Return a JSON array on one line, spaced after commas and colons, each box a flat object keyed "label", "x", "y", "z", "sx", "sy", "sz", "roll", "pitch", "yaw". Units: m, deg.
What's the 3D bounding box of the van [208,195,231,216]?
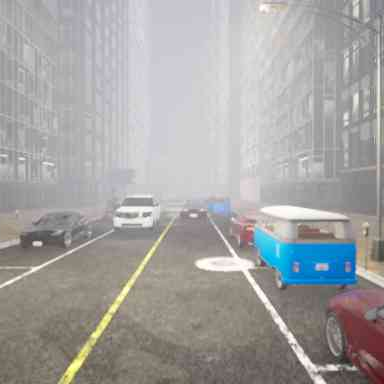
[{"label": "van", "x": 2.697, "y": 1.252, "z": 31.521, "sx": 1.690, "sy": 1.788, "sz": 3.998, "roll": 0, "pitch": 0, "yaw": 0}]

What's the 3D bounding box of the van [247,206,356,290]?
[{"label": "van", "x": 2.690, "y": 1.319, "z": 8.729, "sx": 1.690, "sy": 1.788, "sz": 3.998, "roll": 0, "pitch": 0, "yaw": 0}]

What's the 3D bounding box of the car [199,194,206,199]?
[{"label": "car", "x": 2.713, "y": 1.285, "z": 88.504, "sx": 1.802, "sy": 1.307, "sz": 4.206, "roll": 0, "pitch": 0, "yaw": 0}]

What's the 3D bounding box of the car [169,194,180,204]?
[{"label": "car", "x": -3.032, "y": 1.373, "z": 60.364, "sx": 1.994, "sy": 1.385, "sz": 4.181, "roll": 0, "pitch": 0, "yaw": 1}]

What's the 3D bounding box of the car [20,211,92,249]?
[{"label": "car", "x": -5.688, "y": 1.527, "z": 14.431, "sx": 1.947, "sy": 1.339, "sz": 4.313, "roll": 0, "pitch": 0, "yaw": 0}]

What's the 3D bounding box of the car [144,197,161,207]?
[{"label": "car", "x": -5.679, "y": 1.404, "z": 48.621, "sx": 2.008, "sy": 1.369, "sz": 4.403, "roll": 0, "pitch": 0, "yaw": 0}]

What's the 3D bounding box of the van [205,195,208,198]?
[{"label": "van", "x": 2.698, "y": 1.234, "z": 37.221, "sx": 1.690, "sy": 1.788, "sz": 3.998, "roll": 0, "pitch": 0, "yaw": 0}]

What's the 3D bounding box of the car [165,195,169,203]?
[{"label": "car", "x": -5.675, "y": 1.251, "z": 60.018, "sx": 1.967, "sy": 1.590, "sz": 4.097, "roll": 0, "pitch": 0, "yaw": 0}]

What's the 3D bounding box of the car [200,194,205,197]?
[{"label": "car", "x": 2.703, "y": 1.398, "z": 54.318, "sx": 1.947, "sy": 1.339, "sz": 4.313, "roll": 0, "pitch": 0, "yaw": 0}]

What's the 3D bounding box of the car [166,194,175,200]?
[{"label": "car", "x": -5.668, "y": 1.254, "z": 88.508, "sx": 2.008, "sy": 1.369, "sz": 4.403, "roll": 0, "pitch": 0, "yaw": 0}]

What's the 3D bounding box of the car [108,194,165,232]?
[{"label": "car", "x": -3.097, "y": 1.166, "z": 19.881, "sx": 2.150, "sy": 2.045, "sz": 5.566, "roll": 0, "pitch": 0, "yaw": 0}]

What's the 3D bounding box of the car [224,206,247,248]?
[{"label": "car", "x": 2.693, "y": 1.506, "z": 14.427, "sx": 1.887, "sy": 1.381, "sz": 4.507, "roll": 0, "pitch": 0, "yaw": 0}]

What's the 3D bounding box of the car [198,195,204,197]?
[{"label": "car", "x": 0.115, "y": 1.439, "z": 42.321, "sx": 1.994, "sy": 1.385, "sz": 4.181, "roll": 0, "pitch": 0, "yaw": 0}]

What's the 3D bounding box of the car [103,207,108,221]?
[{"label": "car", "x": -5.685, "y": 1.509, "z": 25.828, "sx": 1.802, "sy": 1.307, "sz": 4.206, "roll": 0, "pitch": 0, "yaw": 0}]

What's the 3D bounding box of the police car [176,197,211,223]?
[{"label": "police car", "x": 0.108, "y": 1.435, "z": 25.225, "sx": 2.038, "sy": 1.542, "sz": 4.974, "roll": 0, "pitch": 0, "yaw": 0}]

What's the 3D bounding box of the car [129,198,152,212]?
[{"label": "car", "x": -5.682, "y": 1.437, "z": 37.225, "sx": 1.887, "sy": 1.381, "sz": 4.507, "roll": 0, "pitch": 0, "yaw": 0}]

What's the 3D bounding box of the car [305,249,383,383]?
[{"label": "car", "x": 2.689, "y": 1.574, "z": 3.031, "sx": 1.802, "sy": 1.307, "sz": 4.206, "roll": 0, "pitch": 0, "yaw": 0}]

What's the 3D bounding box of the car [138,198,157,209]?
[{"label": "car", "x": -5.680, "y": 1.456, "z": 42.924, "sx": 1.802, "sy": 1.307, "sz": 4.206, "roll": 0, "pitch": 0, "yaw": 0}]
